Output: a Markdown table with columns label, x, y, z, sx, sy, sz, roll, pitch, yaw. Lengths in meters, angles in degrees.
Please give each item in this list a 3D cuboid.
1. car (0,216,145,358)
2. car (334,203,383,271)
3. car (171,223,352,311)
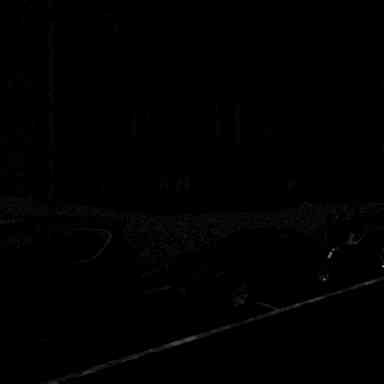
| label | x | y | z | sx | sy | sz | roll | pitch | yaw |
| --- | --- | --- | --- | --- | --- | --- | --- | --- | --- |
| car | -3.055 | 1.315 | 4.471 | 5.009 | 1.841 | 2.192 | 0 | 0 | -35 |
| car | 6.190 | 1.306 | 11.063 | 5.009 | 1.841 | 2.192 | 0 | 0 | -35 |
| car | 1.568 | 1.561 | 7.767 | 4.313 | 1.339 | 1.947 | 0 | 0 | -35 |
